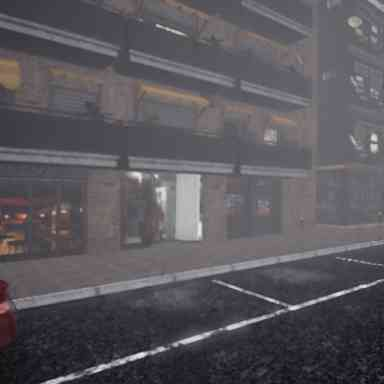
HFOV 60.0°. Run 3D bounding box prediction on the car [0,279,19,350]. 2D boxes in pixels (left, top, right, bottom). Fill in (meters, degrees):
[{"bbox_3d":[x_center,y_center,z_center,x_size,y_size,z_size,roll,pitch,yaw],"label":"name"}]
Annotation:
[{"bbox_3d":[-4.223,1.574,3.547,4.206,1.307,1.802,0,0,-35],"label":"car"}]
